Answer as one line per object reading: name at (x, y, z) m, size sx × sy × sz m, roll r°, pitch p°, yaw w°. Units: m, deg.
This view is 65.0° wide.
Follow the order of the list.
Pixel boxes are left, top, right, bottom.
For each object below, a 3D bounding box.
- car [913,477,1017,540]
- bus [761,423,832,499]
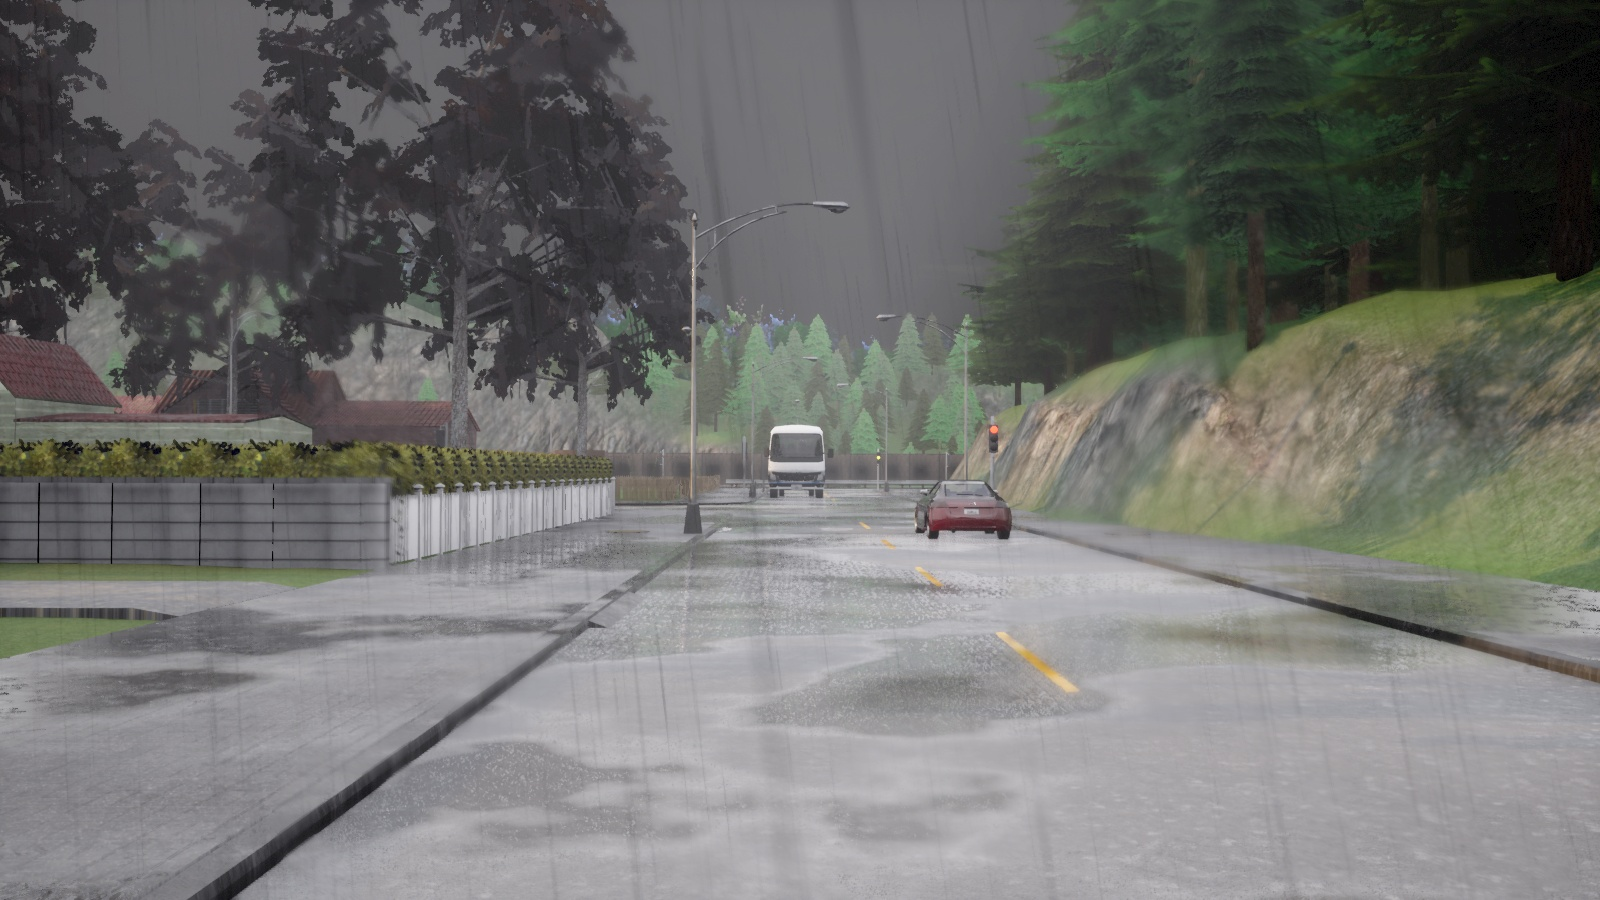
car at (3.919, 1.374, 30.520) m, size 1.994 × 1.385 × 4.181 m, roll 0°, pitch -1°, yaw 0°
bus at (-0.192, 0.698, 75.175) m, size 3.944 × 4.253 × 10.273 m, roll 0°, pitch -1°, yaw 0°
